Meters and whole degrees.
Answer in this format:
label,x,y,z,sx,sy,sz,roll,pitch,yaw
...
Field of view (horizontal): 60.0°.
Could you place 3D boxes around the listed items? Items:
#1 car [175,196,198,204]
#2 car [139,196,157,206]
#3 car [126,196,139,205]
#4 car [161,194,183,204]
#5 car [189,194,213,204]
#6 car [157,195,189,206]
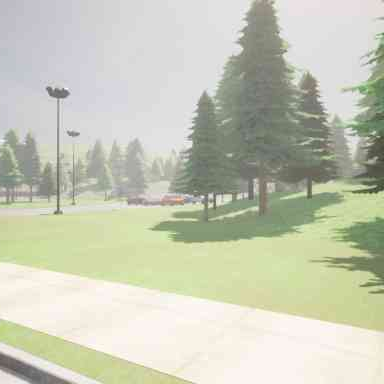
label,x,y,z,sx,sy,sz,roll,pitch,yaw
car,-0.985,1.549,65.225,2.033,1.411,5.357,0,0,31
car,-6.293,1.602,56.370,1.895,1.301,4.718,0,0,32
car,-9.314,1.493,58.142,2.128,1.511,4.902,0,0,32
car,-3.993,1.354,67.014,2.097,1.767,4.553,0,0,31
car,2.024,1.223,63.436,2.150,2.045,5.566,0,0,31
car,-3.088,1.353,54.899,2.097,1.767,4.553,0,0,32
